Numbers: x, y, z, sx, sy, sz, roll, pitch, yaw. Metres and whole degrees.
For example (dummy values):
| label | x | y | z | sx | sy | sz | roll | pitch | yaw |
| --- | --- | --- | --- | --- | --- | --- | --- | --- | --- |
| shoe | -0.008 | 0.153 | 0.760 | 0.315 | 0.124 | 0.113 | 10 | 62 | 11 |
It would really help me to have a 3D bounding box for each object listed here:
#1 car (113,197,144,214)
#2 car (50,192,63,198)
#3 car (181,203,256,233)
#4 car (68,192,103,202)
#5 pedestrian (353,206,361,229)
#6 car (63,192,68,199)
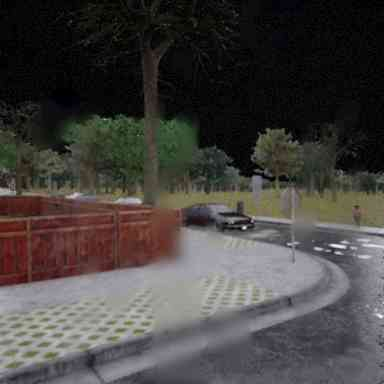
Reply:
| label | x | y | z | sx | sy | sz | roll | pitch | yaw |
| --- | --- | --- | --- | --- | --- | --- | --- | --- | --- |
| car | -4.971 | 1.166 | 26.972 | 1.812 | 1.442 | 4.674 | 0 | 1 | -36 |
| car | -22.569 | 0.689 | 56.308 | 1.895 | 1.301 | 4.718 | 0 | 1 | -36 |
| car | 1.049 | 1.347 | 18.646 | 2.033 | 1.411 | 5.357 | 0 | 1 | -36 |
| car | -11.143 | 1.024 | 35.511 | 2.033 | 1.411 | 5.357 | 0 | 1 | -36 |
| pedestrian | 8.877 | 0.994 | 17.823 | 0.375 | 1.860 | 0.375 | 1 | 0 | -36 |
| car | -16.690 | 0.775 | 48.191 | 1.812 | 1.442 | 4.674 | 0 | 1 | -36 |
